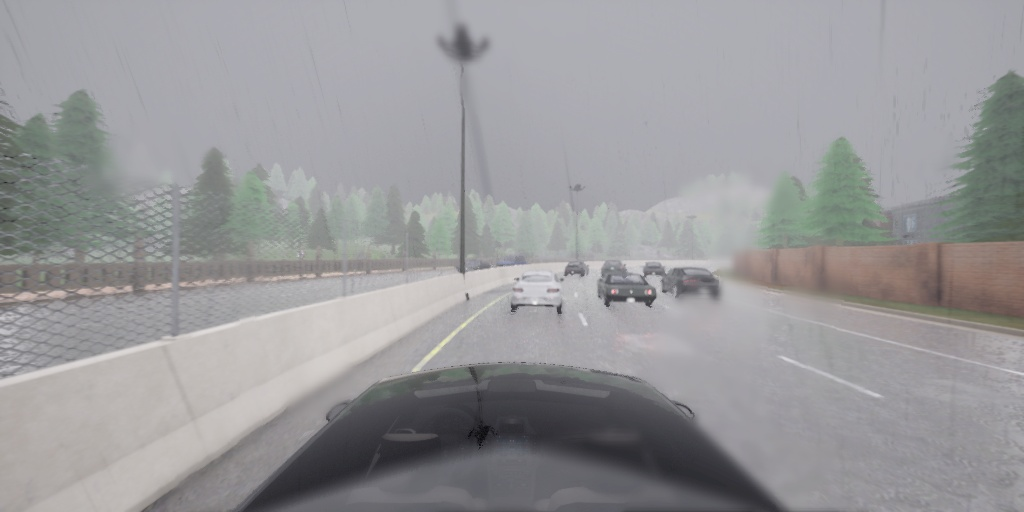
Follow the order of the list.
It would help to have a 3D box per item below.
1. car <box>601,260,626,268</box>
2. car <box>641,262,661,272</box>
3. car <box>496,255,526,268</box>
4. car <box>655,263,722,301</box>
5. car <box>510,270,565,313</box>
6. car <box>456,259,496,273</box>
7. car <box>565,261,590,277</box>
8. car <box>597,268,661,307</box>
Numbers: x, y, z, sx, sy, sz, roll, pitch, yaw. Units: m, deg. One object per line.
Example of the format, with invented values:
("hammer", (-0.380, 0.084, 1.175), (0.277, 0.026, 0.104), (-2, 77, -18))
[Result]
("car", (9.685, 1.132, 33.997), (2.097, 1.767, 4.553), (0, 0, 20))
("car", (13.451, 1.307, 34.058), (1.837, 1.490, 4.892), (0, 0, 21))
("car", (-0.151, 0.937, 38.275), (2.150, 2.045, 5.566), (0, 0, 21))
("car", (8.748, 1.293, 17.872), (1.837, 1.490, 4.892), (0, 0, 11))
("car", (1.055, 1.271, 14.006), (1.812, 1.442, 4.674), (0, 0, 8))
("car", (-3.950, 1.189, 37.969), (2.128, 1.511, 4.902), (0, 0, 21))
("car", (6.421, 1.264, 35.279), (1.837, 1.490, 4.892), (0, 0, 20))
("car", (4.771, 1.367, 15.588), (1.895, 1.301, 4.718), (0, 0, 8))
